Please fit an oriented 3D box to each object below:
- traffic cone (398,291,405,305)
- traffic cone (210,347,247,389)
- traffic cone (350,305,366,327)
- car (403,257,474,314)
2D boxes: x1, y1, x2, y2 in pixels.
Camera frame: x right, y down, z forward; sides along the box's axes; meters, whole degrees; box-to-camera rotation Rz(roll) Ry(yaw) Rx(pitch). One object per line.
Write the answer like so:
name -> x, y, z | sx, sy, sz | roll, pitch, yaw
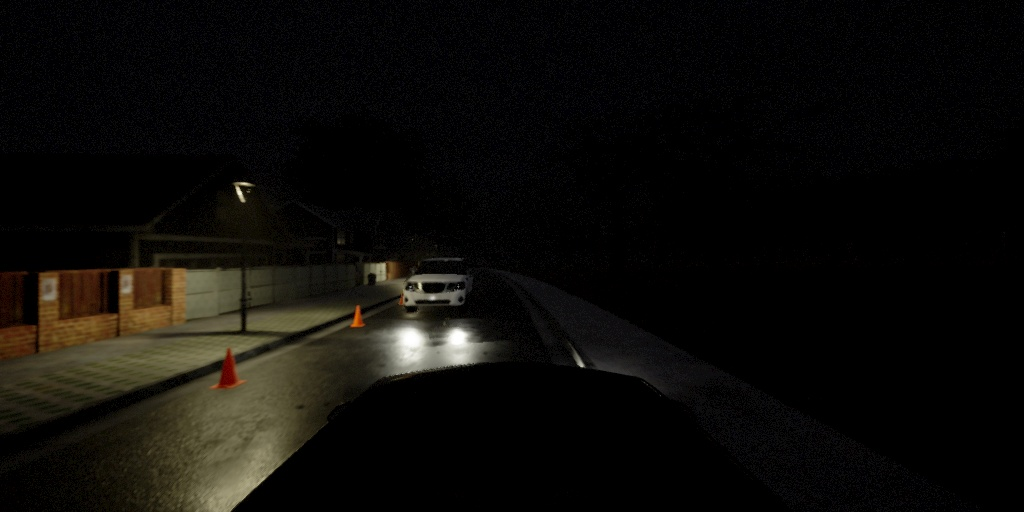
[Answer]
traffic cone -> -4.725, 1.793, 15.547 | 0.340, 0.580, 0.340 | 0, 0, -3
traffic cone -> -4.439, 1.731, 5.627 | 0.340, 0.580, 0.340 | 0, 0, -1
traffic cone -> -4.543, 1.760, 10.589 | 0.340, 0.580, 0.340 | 0, 0, -2
car -> -2.741, 1.049, 14.604 | 2.150, 2.045, 5.566 | 0, 0, -3
